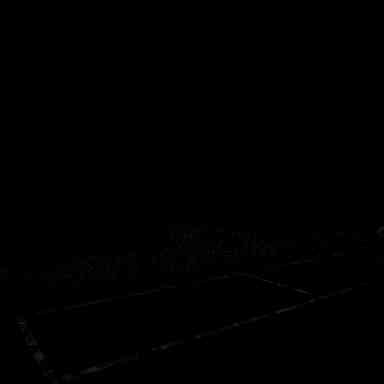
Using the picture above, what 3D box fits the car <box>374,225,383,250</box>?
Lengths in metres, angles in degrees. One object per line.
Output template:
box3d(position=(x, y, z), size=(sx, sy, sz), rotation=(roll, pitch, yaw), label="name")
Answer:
box3d(position=(8.882, 1.438, 12.969), size=(4.097, 1.590, 1.967), rotation=(0, -1, -35), label="car")
